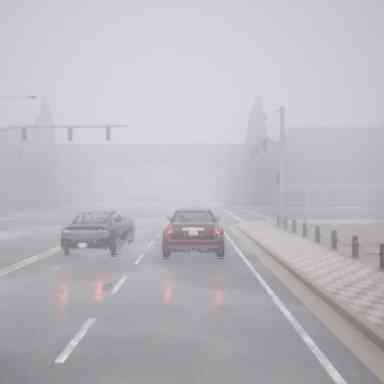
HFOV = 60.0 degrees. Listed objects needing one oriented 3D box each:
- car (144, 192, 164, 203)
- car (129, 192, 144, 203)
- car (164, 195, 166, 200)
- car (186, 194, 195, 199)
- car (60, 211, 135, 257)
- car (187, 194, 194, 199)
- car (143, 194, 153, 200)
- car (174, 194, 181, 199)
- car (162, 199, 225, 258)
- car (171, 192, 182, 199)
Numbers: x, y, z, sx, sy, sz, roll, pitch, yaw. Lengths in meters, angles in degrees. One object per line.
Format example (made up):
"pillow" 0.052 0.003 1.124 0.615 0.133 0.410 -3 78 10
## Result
"car" -7.565 1.095 66.624 2.150 2.045 5.566 0 0 1
"car" -11.063 1.096 66.583 2.150 2.045 5.566 0 0 1
"car" -7.449 1.311 83.093 2.033 1.411 5.357 0 0 0
"car" -0.451 1.199 82.781 2.097 1.767 4.553 0 0 0
"car" -3.439 1.467 12.910 2.128 1.511 4.902 0 0 0
"car" -0.394 1.291 91.313 1.994 1.385 4.181 0 0 0
"car" -10.950 1.328 83.057 1.994 1.385 4.181 0 0 0
"car" -3.893 1.272 91.409 1.812 1.442 4.674 0 0 0
"car" 0.061 1.328 12.812 2.097 1.767 4.553 0 0 0
"car" -3.958 1.071 81.751 2.150 2.045 5.566 0 0 0
